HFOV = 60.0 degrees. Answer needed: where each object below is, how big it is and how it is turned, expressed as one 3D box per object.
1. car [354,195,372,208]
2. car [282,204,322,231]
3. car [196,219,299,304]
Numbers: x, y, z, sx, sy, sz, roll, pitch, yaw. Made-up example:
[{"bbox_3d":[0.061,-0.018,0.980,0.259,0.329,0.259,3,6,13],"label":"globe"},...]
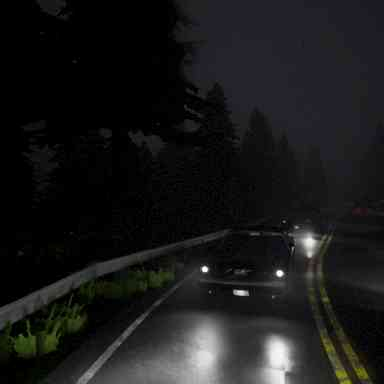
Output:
[{"bbox_3d":[20.702,1.054,40.209,2.128,1.511,4.902,-2,0,28],"label":"car"},{"bbox_3d":[6.710,1.458,20.055,2.033,1.411,5.357,-2,0,26],"label":"car"},{"bbox_3d":[1.607,1.598,8.424,1.895,1.301,4.718,-1,0,18],"label":"car"}]
